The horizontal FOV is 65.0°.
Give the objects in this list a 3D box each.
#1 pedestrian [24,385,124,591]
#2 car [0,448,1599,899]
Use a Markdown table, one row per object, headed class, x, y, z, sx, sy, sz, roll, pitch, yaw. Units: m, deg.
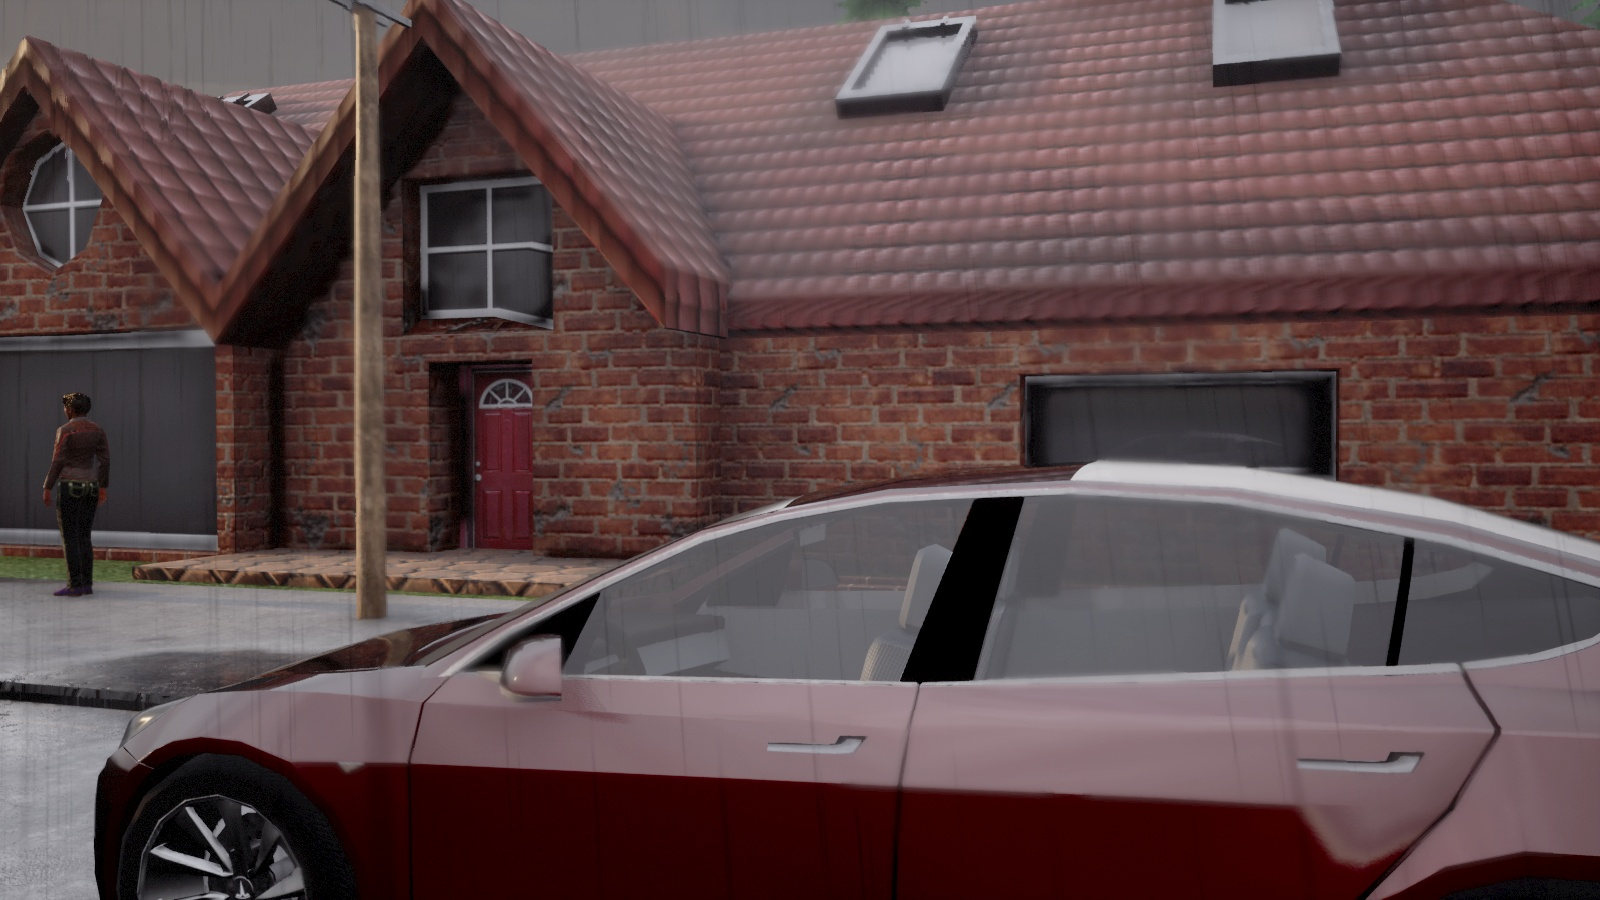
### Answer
| class | x | y | z | sx | sy | sz | roll | pitch | yaw |
| --- | --- | --- | --- | --- | --- | --- | --- | --- | --- |
| pedestrian | -6.544 | 0.330 | 11.321 | 0.869 | 1.805 | 0.328 | 1 | 1 | 24 |
| car | 0.350 | 0.770 | 3.606 | 4.792 | 1.488 | 2.163 | 1 | 1 | 18 |
